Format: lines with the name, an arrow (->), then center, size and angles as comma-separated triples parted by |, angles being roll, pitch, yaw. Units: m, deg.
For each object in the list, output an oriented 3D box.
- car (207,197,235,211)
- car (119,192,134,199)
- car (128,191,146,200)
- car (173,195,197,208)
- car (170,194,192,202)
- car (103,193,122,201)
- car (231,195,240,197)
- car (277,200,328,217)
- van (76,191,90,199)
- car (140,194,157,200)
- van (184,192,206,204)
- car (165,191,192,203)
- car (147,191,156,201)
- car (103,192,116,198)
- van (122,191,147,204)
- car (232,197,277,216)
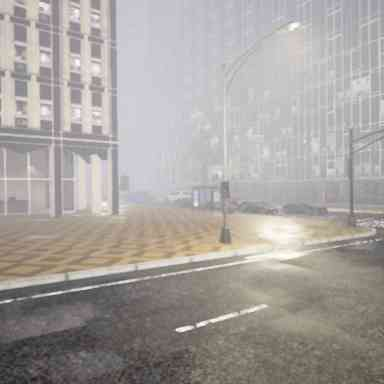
car -> 3.105, 1.455, 36.674 | 1.802, 1.307, 4.206 | 0, 1, -34
car -> -15.521, 0.779, 79.008 | 1.967, 1.590, 4.097 | 0, 1, -34
car -> -12.315, 0.708, 74.313 | 2.192, 1.841, 5.009 | 0, 1, -34
car -> -0.052, 1.387, 41.400 | 1.947, 1.339, 4.313 | 0, 1, -34
car -> -0.689, 1.342, 47.022 | 1.895, 1.301, 4.718 | -1, 1, -34
car -> -16.032, 1.109, 64.897 | 2.008, 1.369, 4.403 | 0, 1, -34
car -> 4.929, 1.183, 38.780 | 2.097, 1.767, 4.553 | -1, 1, -35
car -> 10.384, 1.482, 30.790 | 1.994, 1.385, 4.181 | -1, 1, -34
van -> -25.646, 0.739, 78.976 | 1.690, 1.788, 3.998 | 0, 1, -34
car -> -9.111, 1.028, 69.622 | 1.802, 1.307, 4.206 | 0, 1, -34
van -> 0.504, 0.947, 55.538 | 1.690, 1.788, 3.998 | 0, 1, -34
car -> -2.271, 0.852, 54.990 | 2.150, 2.045, 5.566 | -1, 1, -34
car -> -9.941, 0.725, 66.204 | 2.150, 2.045, 5.566 | -1, 1, -34
car -> -21.931, 0.782, 88.396 | 2.008, 1.369, 4.403 | 0, 1, -34
van -> -9.621, 1.006, 55.508 | 1.690, 1.788, 3.998 | 0, 1, -34
car -> 6.296, 1.491, 31.968 | 1.947, 1.339, 4.313 | 0, 1, -34
